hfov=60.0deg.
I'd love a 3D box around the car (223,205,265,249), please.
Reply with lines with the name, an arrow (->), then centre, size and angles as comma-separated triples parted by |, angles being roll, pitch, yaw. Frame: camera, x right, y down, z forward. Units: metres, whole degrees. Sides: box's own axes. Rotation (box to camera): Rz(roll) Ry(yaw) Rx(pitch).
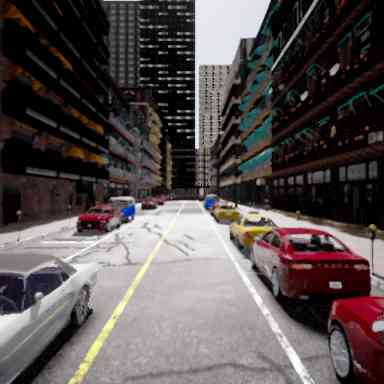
car -> 2.559, 1.488, 14.039 | 1.752, 1.417, 4.829 | 0, 0, 0

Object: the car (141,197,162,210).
car -> -5.352, 1.458, 42.299 | 1.887, 1.381, 4.507 | 0, 0, 0

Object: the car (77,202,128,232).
car -> -5.328, 1.498, 19.541 | 1.887, 1.381, 4.507 | 0, 0, 0

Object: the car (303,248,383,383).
car -> 2.571, 1.537, 2.491 | 1.887, 1.381, 4.507 | 0, 0, 0

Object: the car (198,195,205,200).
car -> 2.480, 1.452, 87.835 | 1.802, 1.307, 4.206 | 0, 0, 0

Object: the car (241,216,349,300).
car -> 2.565, 1.522, 8.180 | 1.887, 1.381, 4.507 | 0, 0, 0

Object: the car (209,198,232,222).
car -> 2.547, 1.463, 25.417 | 1.752, 1.417, 4.829 | 0, 0, 0

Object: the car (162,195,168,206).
car -> -5.364, 1.442, 53.679 | 1.887, 1.381, 4.507 | 0, 0, 0

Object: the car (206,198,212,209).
car -> 2.540, 1.510, 30.937 | 1.802, 1.307, 4.206 | 0, 0, 0

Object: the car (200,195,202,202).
car -> 2.523, 1.427, 48.177 | 1.752, 1.417, 4.829 | 0, 0, 0

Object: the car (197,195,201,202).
car -> 2.499, 1.317, 70.764 | 1.967, 1.590, 4.097 | 0, 0, 0

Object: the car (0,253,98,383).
car -> -2.753, 1.590, 4.258 | 1.895, 1.301, 4.718 | 0, 0, 0

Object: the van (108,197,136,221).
van -> -5.332, 1.283, 25.229 | 1.690, 1.788, 3.998 | 0, 0, 0

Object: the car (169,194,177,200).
car -> -5.405, 1.313, 93.508 | 1.967, 1.590, 4.097 | 0, 0, 0

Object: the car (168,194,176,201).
car -> -5.387, 1.317, 76.438 | 1.967, 1.590, 4.097 | 0, 0, 0

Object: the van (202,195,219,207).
van -> 2.530, 1.251, 42.316 | 1.690, 1.788, 3.998 | 0, 0, 0
